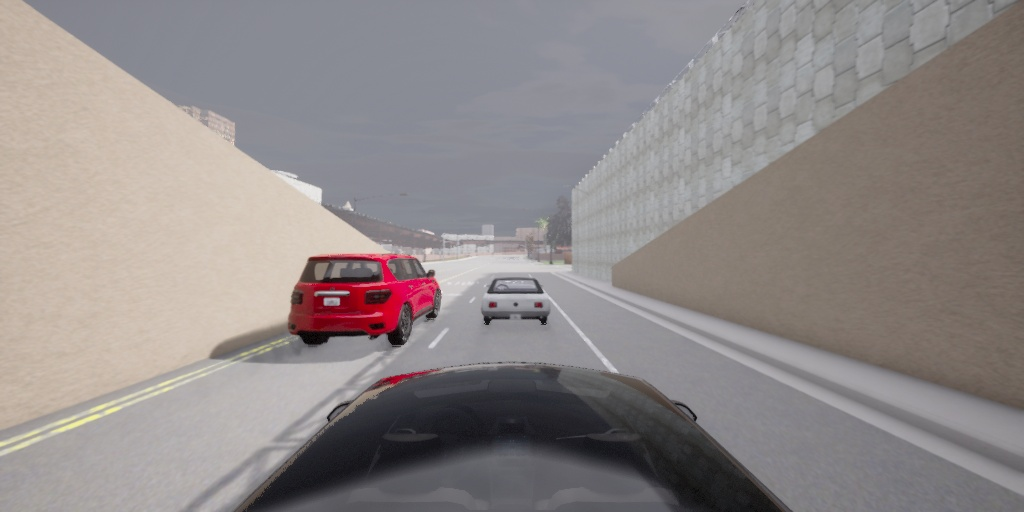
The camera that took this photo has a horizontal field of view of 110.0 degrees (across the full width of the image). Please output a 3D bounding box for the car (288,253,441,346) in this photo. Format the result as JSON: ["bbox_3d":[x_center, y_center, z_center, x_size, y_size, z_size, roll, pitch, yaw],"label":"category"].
[{"bbox_3d":[-3.401,0.950,9.455,2.150,2.045,5.566,0,0,0],"label":"car"}]

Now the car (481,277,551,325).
[{"bbox_3d":[0.099,1.324,11.727,1.895,1.301,4.718,0,0,0],"label":"car"}]
